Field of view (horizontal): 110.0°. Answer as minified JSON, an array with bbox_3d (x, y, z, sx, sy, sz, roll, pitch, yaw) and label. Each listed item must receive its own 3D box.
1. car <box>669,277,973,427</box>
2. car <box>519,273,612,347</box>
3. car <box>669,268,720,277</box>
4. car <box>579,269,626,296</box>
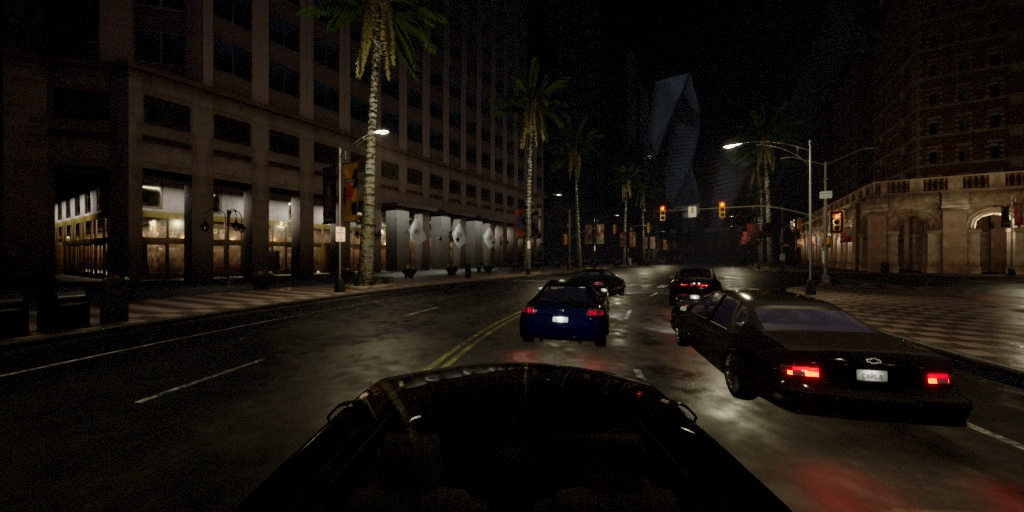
[{"bbox_3d":[4.256,1.297,6.214,2.033,1.411,5.357,0,0,11],"label":"car"},{"bbox_3d":[1.548,1.314,9.529,1.994,1.385,4.181,0,0,15],"label":"car"},{"bbox_3d":[7.827,1.255,15.283,1.837,1.490,4.892,0,0,28],"label":"car"},{"bbox_3d":[4.129,1.314,17.474,1.994,1.385,4.181,0,0,32],"label":"car"}]
